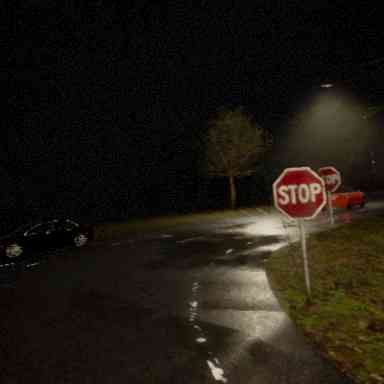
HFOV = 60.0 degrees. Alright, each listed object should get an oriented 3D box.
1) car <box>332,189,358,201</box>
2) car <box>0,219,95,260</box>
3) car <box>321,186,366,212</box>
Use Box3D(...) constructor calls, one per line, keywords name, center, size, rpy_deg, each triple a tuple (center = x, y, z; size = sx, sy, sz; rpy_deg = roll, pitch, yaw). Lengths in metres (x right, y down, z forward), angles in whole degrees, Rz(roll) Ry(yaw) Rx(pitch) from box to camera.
Box3D(name="car", center=(21.442, 0.343, 46.600), size=(1.895, 1.301, 4.718), rpy_deg=(-7, -3, 42))
Box3D(name="car", center=(-6.745, 2.034, 14.852), size=(1.837, 1.490, 4.892), rpy_deg=(-7, -3, 42))
Box3D(name="car", center=(11.143, 0.377, 24.533), size=(2.097, 1.767, 4.553), rpy_deg=(-7, -3, 42))
